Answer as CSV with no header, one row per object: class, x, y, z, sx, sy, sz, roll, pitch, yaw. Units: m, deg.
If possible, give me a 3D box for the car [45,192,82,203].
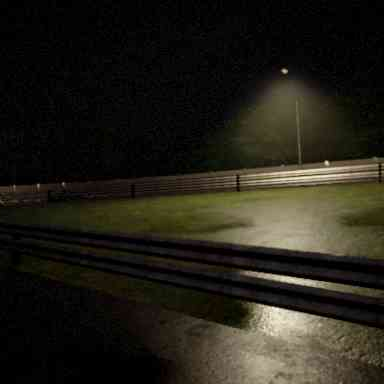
car,-16.192,0.645,41.720,4.892,1.490,1.837,-4,-2,20
